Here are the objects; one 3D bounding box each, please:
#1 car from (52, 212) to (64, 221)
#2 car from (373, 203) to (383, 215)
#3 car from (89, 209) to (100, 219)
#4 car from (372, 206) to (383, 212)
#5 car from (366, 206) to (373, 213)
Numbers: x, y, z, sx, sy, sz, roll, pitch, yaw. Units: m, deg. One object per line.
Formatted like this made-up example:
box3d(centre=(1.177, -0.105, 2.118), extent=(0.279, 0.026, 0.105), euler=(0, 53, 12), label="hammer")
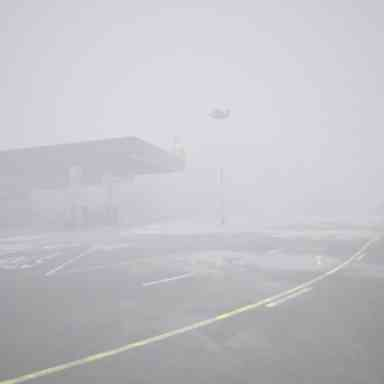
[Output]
box3d(centre=(-19.859, 3.769, 51.616), extent=(3.806, 1.475, 1.970), euler=(-2, -3, 34), label="car")
box3d(centre=(32.305, 2.786, 54.839), extent=(2.150, 2.045, 5.566), euler=(-1, -2, 44), label="car")
box3d(centre=(-17.297, 3.764, 56.817), extent=(4.611, 1.667, 2.242), euler=(-2, -3, 34), label="car")
box3d(centre=(42.493, 3.785, 75.838), extent=(1.895, 1.301, 4.718), euler=(-2, -3, 34), label="car")
box3d(centre=(36.338, 3.477, 66.734), extent=(1.812, 1.442, 4.674), euler=(-2, -3, 34), label="car")
